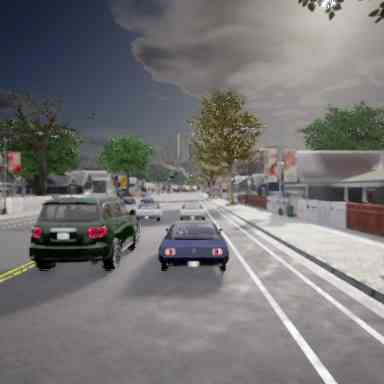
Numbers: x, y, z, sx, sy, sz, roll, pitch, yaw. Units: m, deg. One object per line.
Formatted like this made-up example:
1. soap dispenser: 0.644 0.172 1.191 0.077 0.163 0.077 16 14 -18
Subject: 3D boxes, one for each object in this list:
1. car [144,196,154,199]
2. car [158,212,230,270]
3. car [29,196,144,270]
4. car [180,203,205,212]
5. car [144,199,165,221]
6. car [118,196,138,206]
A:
1. car: -6.594 1.346 49.621 2.033 1.411 5.357 0 0 0
2. car: 0.061 1.557 10.784 1.895 1.301 4.718 0 0 0
3. car: -3.188 1.177 10.968 2.150 2.045 5.566 0 0 0
4. car: 0.056 1.496 25.778 1.895 1.301 4.718 0 0 0
5. car: -3.193 1.496 25.766 1.895 1.301 4.718 0 0 0
6. car: -9.830 1.339 51.399 2.033 1.411 5.357 0 0 0
